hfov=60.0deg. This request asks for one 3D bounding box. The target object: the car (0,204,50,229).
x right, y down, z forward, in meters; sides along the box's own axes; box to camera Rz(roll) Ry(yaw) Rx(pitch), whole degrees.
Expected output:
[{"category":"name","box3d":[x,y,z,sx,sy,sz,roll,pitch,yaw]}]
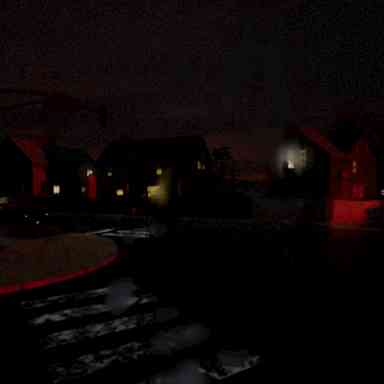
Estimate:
[{"category":"car","box3d":[-10.604,1.365,19.297,4.718,1.301,1.895,0,0,22]}]
